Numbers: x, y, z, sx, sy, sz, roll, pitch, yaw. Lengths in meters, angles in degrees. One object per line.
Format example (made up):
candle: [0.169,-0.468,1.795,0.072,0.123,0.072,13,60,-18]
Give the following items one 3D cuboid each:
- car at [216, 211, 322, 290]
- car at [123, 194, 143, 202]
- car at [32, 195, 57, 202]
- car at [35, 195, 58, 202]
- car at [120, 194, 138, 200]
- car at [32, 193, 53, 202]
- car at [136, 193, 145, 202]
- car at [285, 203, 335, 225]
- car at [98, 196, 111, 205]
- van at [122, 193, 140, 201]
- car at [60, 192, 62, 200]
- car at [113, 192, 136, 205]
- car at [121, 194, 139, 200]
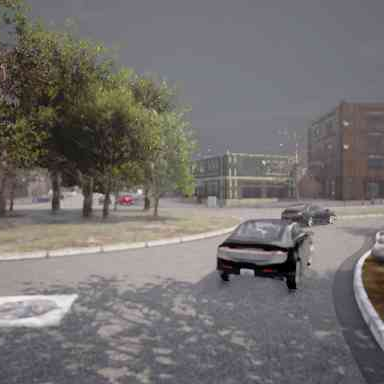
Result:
car: [2.215,1.500,9.269,2.128,1.511,4.902,0,0,25]
car: [-14.766,1.458,83.111,4.553,1.767,2.185,0,0,-15]
car: [-34.006,1.553,76.926,5.008,1.535,2.097,0,0,-15]
car: [-34.734,1.575,79.584,4.674,1.452,2.002,0,0,-15]
car: [-17.793,1.492,93.945,5.008,1.535,2.097,0,1,-15]
car: [-33.234,1.441,74.272,4.553,1.767,2.185,0,0,-15]
car: [-13.380,1.634,77.856,4.792,1.488,2.163,0,0,-15]
car: [8.184,1.570,23.210,4.892,1.490,1.837,0,-2,-41]
car: [-17.253,1.504,65.420,2.097,1.767,4.553,0,0,-20]
van: [-15.682,1.341,85.875,4.442,1.987,1.878,0,0,-15]
car: [-35.441,1.391,82.248,4.553,1.767,2.185,0,0,-15]
car: [-12.565,1.391,61.479,2.150,2.045,5.566,0,0,-23]
car: [-16.985,1.395,91.155,4.553,1.767,2.185,0,1,-15]
